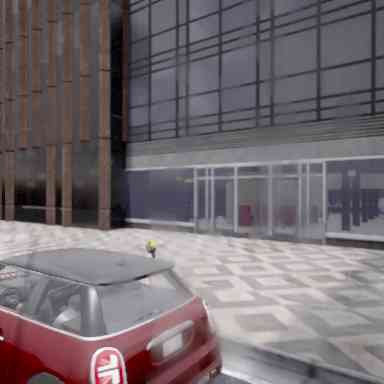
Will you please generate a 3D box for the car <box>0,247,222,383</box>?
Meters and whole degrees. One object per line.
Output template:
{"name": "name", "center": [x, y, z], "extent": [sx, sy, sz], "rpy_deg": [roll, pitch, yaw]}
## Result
{"name": "car", "center": [-1.758, 1.445, 4.216], "extent": [4.097, 1.590, 1.967], "rpy_deg": [0, 0, 36]}
